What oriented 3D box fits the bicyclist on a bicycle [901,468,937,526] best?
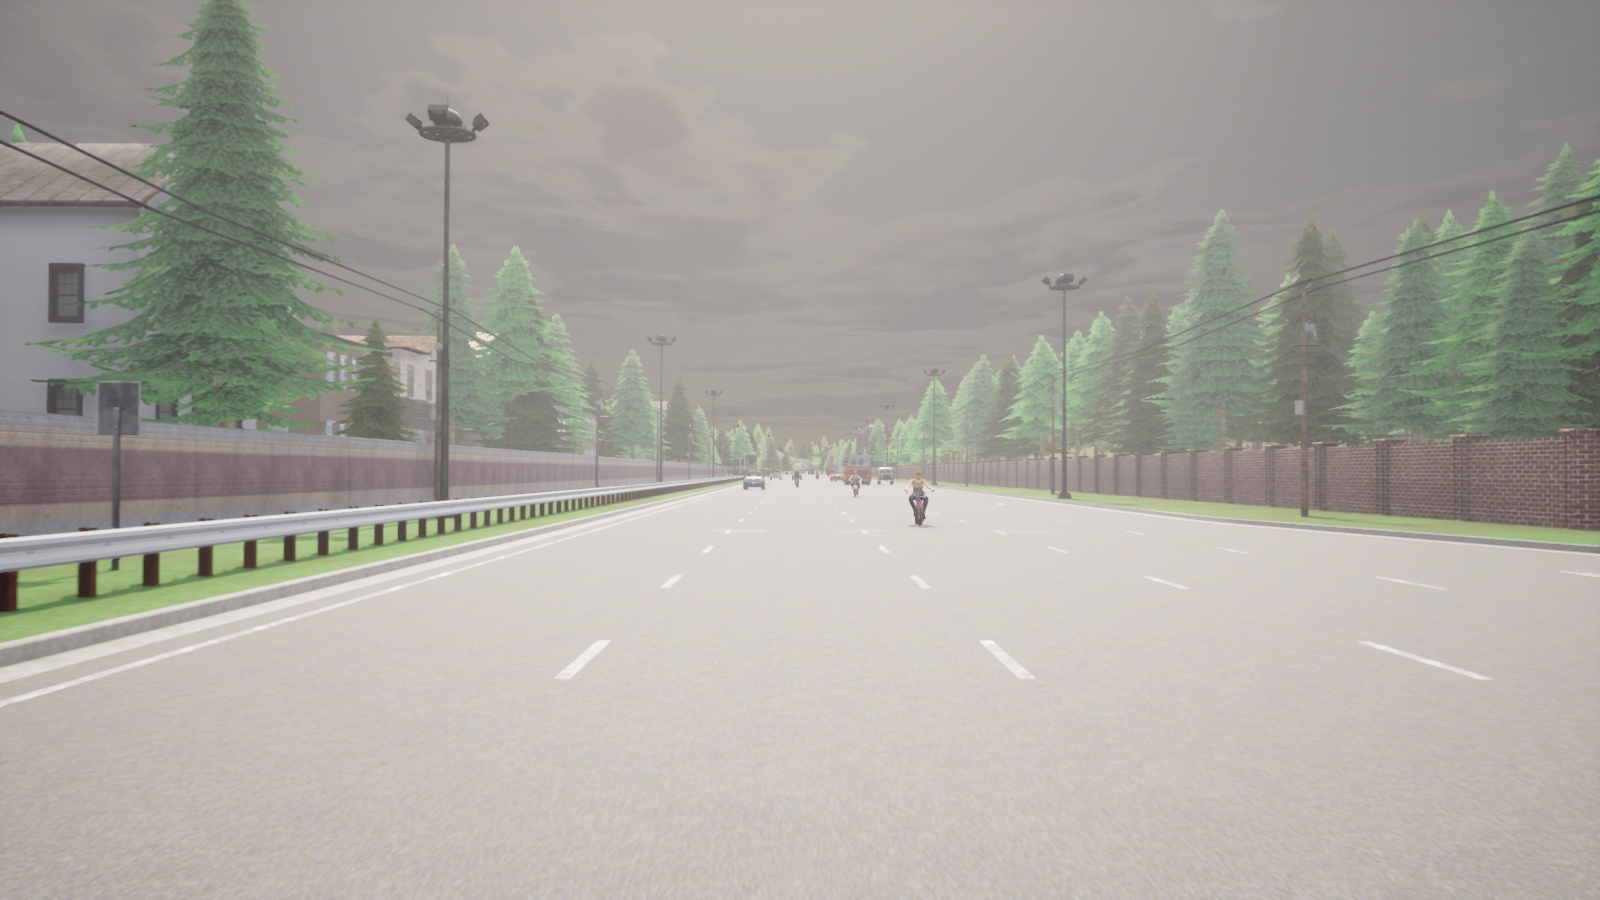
[{"bbox_3d":[3.405,1.339,35.945,0.866,1.612,1.509,0,-1,0],"label":"bicyclist on a bicycle"}]
